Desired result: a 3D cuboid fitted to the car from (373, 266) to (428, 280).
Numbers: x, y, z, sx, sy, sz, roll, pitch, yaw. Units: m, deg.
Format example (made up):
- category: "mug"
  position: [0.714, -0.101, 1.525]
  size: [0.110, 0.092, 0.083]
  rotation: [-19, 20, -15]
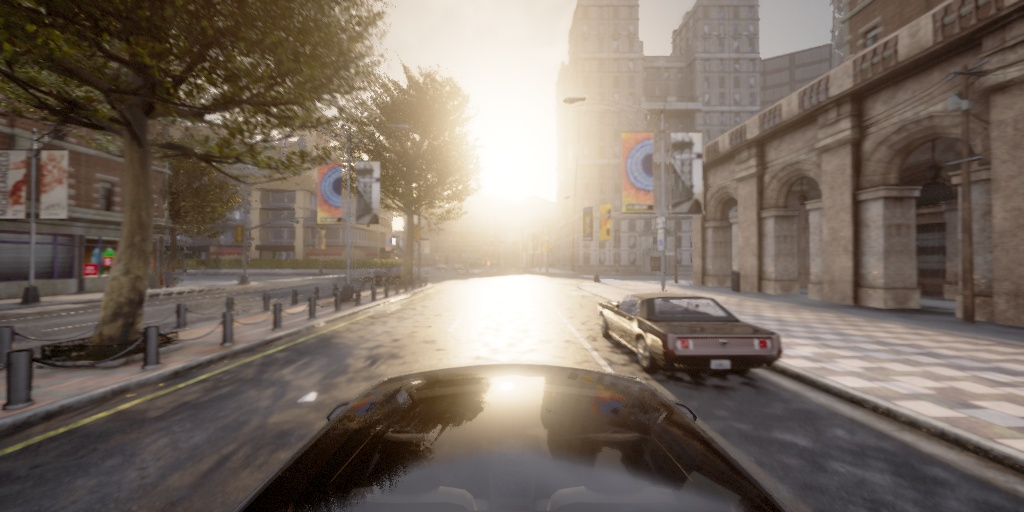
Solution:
- category: "car"
  position: [-11.702, 1.779, 37.657]
  size: [5.357, 1.411, 2.033]
  rotation: [0, -1, 0]
